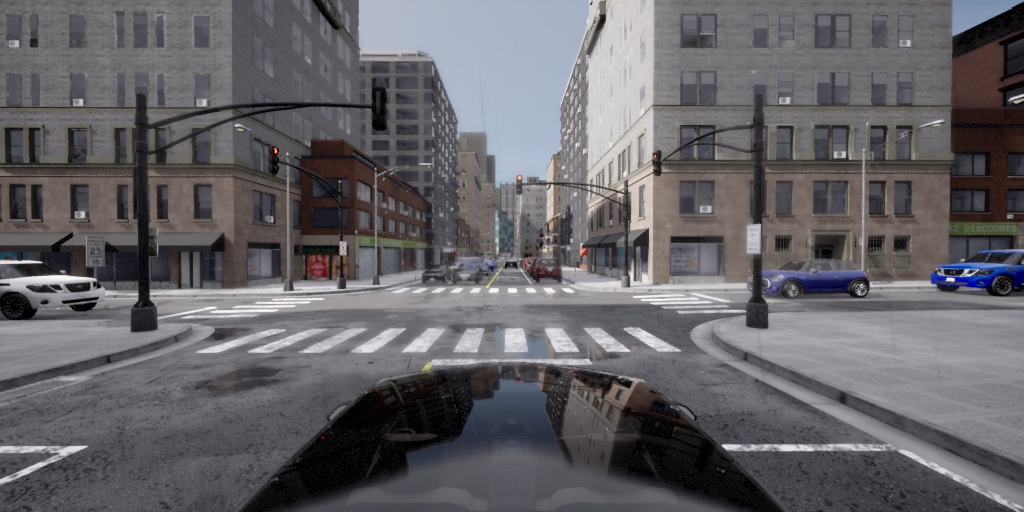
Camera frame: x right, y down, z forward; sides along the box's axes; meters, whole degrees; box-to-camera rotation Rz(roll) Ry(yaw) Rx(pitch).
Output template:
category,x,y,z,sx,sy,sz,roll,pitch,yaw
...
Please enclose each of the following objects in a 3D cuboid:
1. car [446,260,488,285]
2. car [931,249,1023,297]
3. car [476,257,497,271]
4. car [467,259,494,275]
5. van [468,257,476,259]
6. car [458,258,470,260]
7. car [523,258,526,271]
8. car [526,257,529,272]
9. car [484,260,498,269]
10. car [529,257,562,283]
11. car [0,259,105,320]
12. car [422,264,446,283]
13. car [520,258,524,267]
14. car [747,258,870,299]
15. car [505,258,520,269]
category,x,y,z,sx,sy,sz,roll,pitch,yaw
car,-3.198,1.246,26.478,2.128,1.511,4.902,0,0,0
car,22.980,0.708,16.541,5.566,2.045,2.150,-1,1,0
car,-3.273,1.231,47.045,1.882,1.535,5.008,0,0,0
car,-3.241,1.302,37.054,2.033,1.411,5.357,0,0,0
van,-5.851,1.094,44.878,1.690,1.789,3.998,0,0,0
car,-5.826,1.279,39.122,1.751,1.417,4.829,0,0,0
car,2.678,1.279,45.085,1.751,1.417,4.829,0,0,0
car,2.725,1.069,33.744,2.192,1.841,5.009,0,0,0
car,-3.292,1.298,57.426,2.033,1.411,5.357,0,0,0
car,2.749,1.068,28.158,2.192,1.841,5.009,0,0,0
car,-18.449,1.145,12.986,5.566,2.045,2.150,-1,1,-2
car,-5.777,1.319,28.121,1.948,1.339,4.313,0,0,0
car,2.655,1.067,50.501,2.192,1.841,5.009,0,0,0
car,13.404,0.938,16.435,4.553,1.767,2.097,-1,1,-1
car,-0.140,1.228,57.394,1.882,1.535,5.008,0,0,-1
